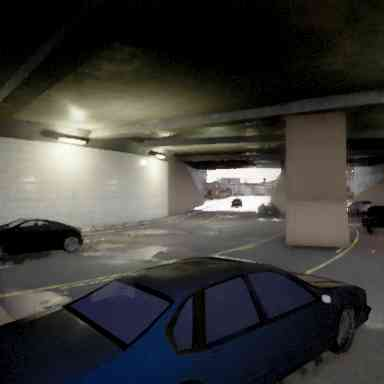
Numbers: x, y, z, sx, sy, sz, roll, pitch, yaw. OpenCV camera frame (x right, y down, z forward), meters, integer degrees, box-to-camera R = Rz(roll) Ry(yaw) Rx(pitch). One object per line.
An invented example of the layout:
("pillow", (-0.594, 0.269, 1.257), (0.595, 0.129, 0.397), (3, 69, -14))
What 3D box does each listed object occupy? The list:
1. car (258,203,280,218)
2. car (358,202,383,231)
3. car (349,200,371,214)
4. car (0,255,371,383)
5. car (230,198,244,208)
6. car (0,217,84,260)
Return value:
("car", (7.442, 1.726, 32.411), (1.994, 1.385, 4.181), (0, 0, 9))
("car", (11.670, 1.585, 20.563), (1.812, 1.442, 4.674), (0, 0, 22))
("car", (18.952, 1.643, 36.957), (1.812, 1.442, 4.674), (0, 0, 10))
("car", (0.332, 1.576, 4.260), (5.357, 1.411, 2.033), (0, 0, -41))
("car", (7.376, 1.807, 54.168), (1.837, 1.490, 4.892), (0, -1, 9))
("car", (-6.338, 1.688, 12.681), (4.181, 1.385, 1.994), (0, 0, -43))
